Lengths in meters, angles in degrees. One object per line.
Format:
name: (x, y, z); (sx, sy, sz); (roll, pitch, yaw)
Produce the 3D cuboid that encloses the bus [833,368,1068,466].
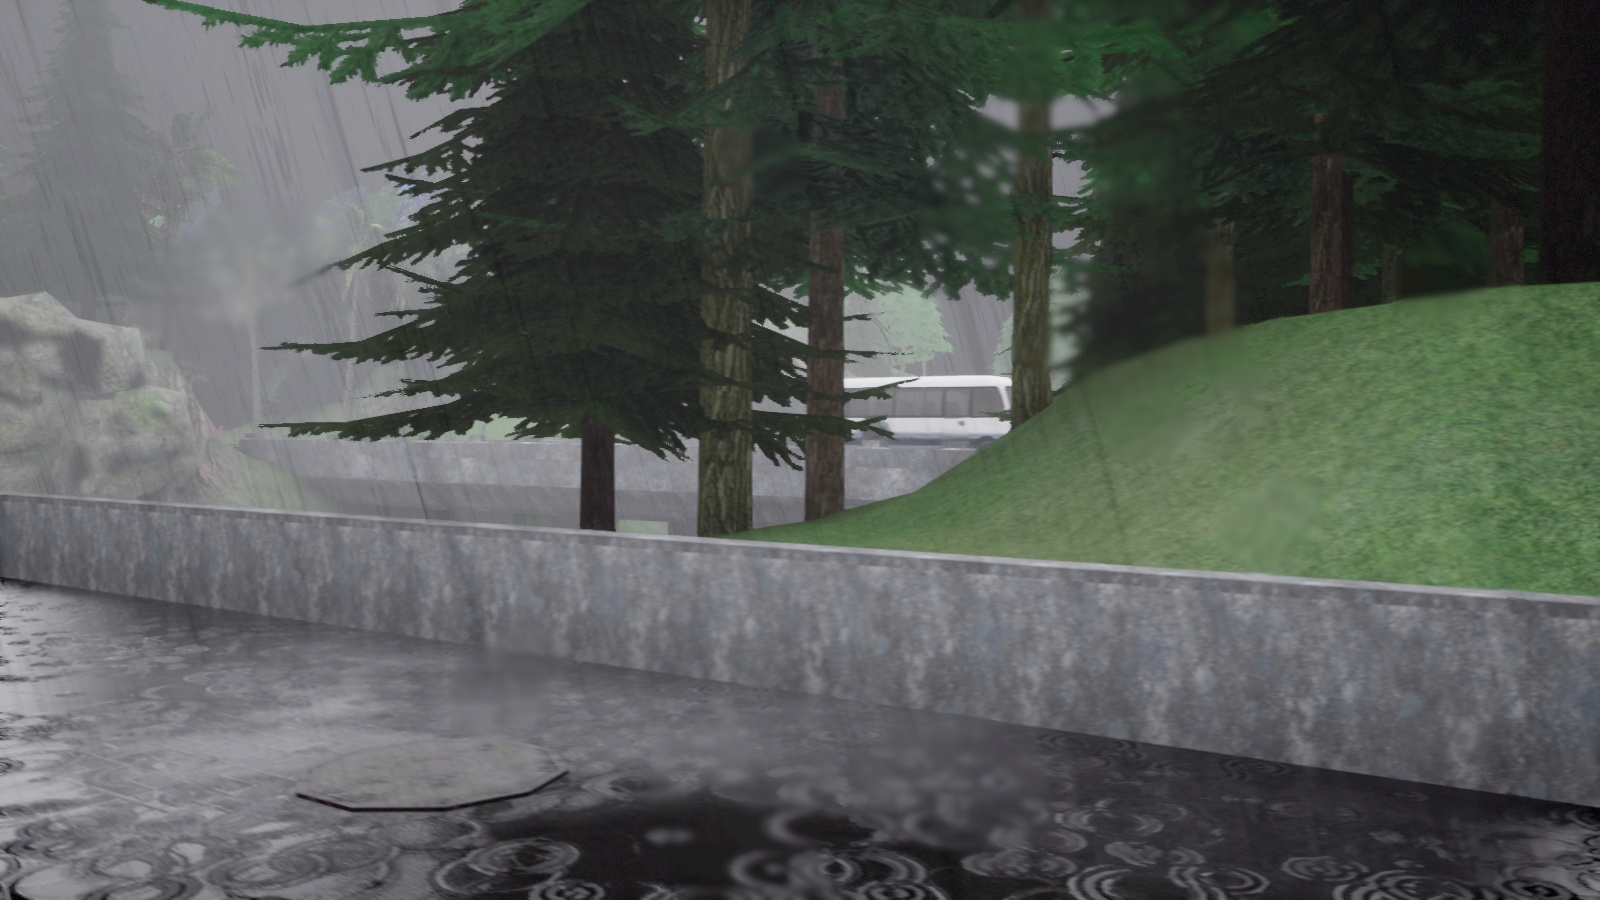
bus: (6.962, -1.473, 59.026); (10.273, 4.253, 3.944); (0, 1, 34)
